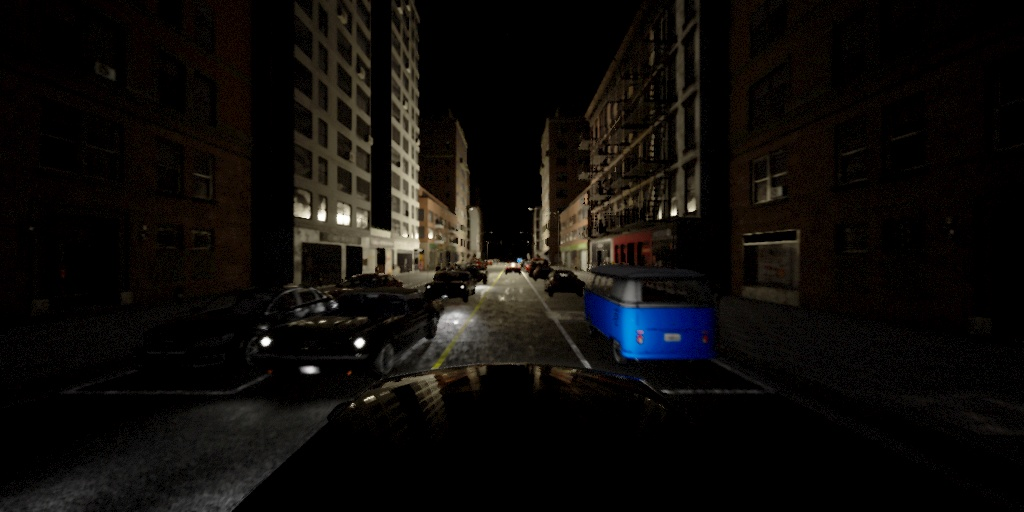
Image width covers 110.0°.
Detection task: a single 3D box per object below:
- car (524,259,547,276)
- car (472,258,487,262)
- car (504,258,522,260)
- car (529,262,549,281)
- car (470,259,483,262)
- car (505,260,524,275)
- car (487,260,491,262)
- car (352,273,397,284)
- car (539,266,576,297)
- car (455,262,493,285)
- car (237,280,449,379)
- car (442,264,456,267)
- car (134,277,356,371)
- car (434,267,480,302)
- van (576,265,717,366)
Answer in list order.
[{"bbox_3d":[2.655,1.184,36.150,2.192,1.841,5.009,0,0,0],"label":"car"},{"bbox_3d":[-5.360,1.246,53.193,2.192,1.841,5.009,0,0,0],"label":"car"},{"bbox_3d":[0.118,1.400,52.378,1.882,1.535,5.008,0,0,0],"label":"car"},{"bbox_3d":[2.652,1.433,30.468,1.802,1.307,4.207,0,0,0],"label":"car"},{"bbox_3d":[-5.363,1.479,47.511,1.948,1.339,4.313,0,0,0],"label":"car"},{"bbox_3d":[0.125,1.489,41.434,1.895,1.301,4.718,0,0,0],"label":"car"},{"bbox_3d":[-5.354,1.406,64.557,1.967,1.591,4.097,0,0,0],"label":"car"},{"bbox_3d":[-5.382,1.343,13.420,1.888,1.381,4.507,0,0,0],"label":"car"},{"bbox_3d":[2.646,1.393,19.105,1.802,1.307,4.207,0,0,0],"label":"car"},{"bbox_3d":[-2.828,1.411,27.536,1.994,1.385,4.181,0,0,0],"label":"car"},{"bbox_3d":[-2.857,1.374,7.469,1.895,1.301,4.718,0,0,3],"label":"car"},{"bbox_3d":[-5.373,1.385,30.296,1.751,1.417,4.829,0,0,0],"label":"car"},{"bbox_3d":[-5.385,1.327,7.738,2.007,1.370,4.403,0,0,0],"label":"car"},{"bbox_3d":[-2.838,1.412,17.482,1.895,1.301,4.718,0,0,0],"label":"car"},{"bbox_3d":[2.640,1.109,7.743,1.690,1.789,3.998,0,0,0],"label":"van"}]
